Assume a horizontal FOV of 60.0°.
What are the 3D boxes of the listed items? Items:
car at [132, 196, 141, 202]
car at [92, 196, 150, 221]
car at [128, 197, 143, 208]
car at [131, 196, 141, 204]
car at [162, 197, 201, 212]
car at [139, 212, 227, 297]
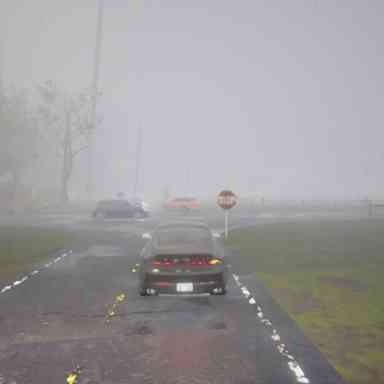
[{"bbox_3d":[-12.922,1.658,77.658,1.895,1.301,4.718,0,0,-9],"label":"car"},{"bbox_3d":[-5.697,1.379,26.990,4.553,1.767,2.097,0,0,-5],"label":"car"},{"bbox_3d":[-8.562,1.579,50.453,2.033,1.411,5.357,0,0,-9],"label":"car"},{"bbox_3d":[-11.095,1.576,66.270,1.812,1.442,4.674,0,0,-9],"label":"car"},{"bbox_3d":[-1.200,1.351,36.108,4.553,1.767,2.097,-1,-1,44],"label":"car"},{"bbox_3d":[-0.260,1.507,8.590,1.837,1.490,4.892,0,0,-3],"label":"car"}]
